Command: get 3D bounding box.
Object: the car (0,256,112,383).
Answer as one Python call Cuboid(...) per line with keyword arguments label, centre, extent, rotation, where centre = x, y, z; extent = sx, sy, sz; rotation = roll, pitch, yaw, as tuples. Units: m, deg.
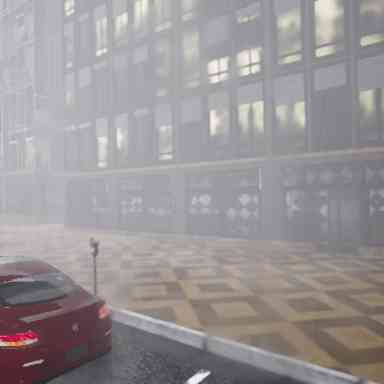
Cuboid(label="car", centre=(-2.937, 1.604, 4.820), extent=(4.206, 1.307, 1.802), rotation=(0, -1, 35))
